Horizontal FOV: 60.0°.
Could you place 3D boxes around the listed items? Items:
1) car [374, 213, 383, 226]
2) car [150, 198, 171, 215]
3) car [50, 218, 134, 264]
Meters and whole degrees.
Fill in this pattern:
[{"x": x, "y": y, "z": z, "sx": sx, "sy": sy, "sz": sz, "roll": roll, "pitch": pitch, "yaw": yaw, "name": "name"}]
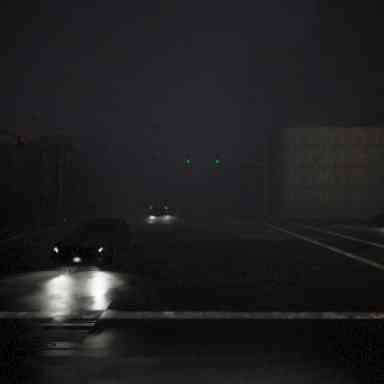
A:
[{"x": 16.296, "y": 1.802, "z": 24.831, "sx": 5.008, "sy": 1.535, "sz": 1.882, "roll": 0, "pitch": -1, "yaw": 0, "name": "car"}, {"x": -3.508, "y": 1.562, "z": 37.448, "sx": 2.097, "sy": 1.767, "sz": 4.553, "roll": 0, "pitch": 3, "yaw": 0, "name": "car"}, {"x": -3.503, "y": 1.715, "z": 12.797, "sx": 2.033, "sy": 1.411, "sz": 5.357, "roll": 0, "pitch": -1, "yaw": 0, "name": "car"}]
